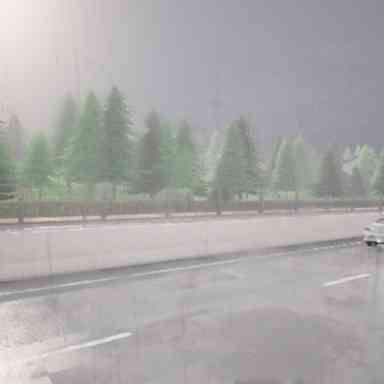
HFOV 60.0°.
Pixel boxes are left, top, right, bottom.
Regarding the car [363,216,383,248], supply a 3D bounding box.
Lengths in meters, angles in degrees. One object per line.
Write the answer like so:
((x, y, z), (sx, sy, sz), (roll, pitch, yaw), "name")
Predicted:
((9.267, 1.684, 14.418), (4.674, 1.442, 1.812), (1, 0, -35), "car")
